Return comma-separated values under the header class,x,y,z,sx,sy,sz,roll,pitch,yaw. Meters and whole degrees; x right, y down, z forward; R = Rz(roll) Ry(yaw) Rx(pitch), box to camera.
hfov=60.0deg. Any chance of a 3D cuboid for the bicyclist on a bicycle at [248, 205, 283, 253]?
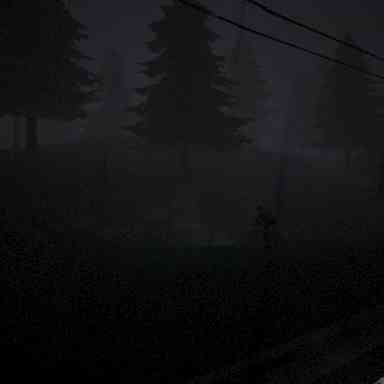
class,x,y,z,sx,sy,sz,roll,pitch,yaw
bicyclist on a bicycle,2.553,1.304,11.795,0.582,1.620,1.656,0,-2,-35
